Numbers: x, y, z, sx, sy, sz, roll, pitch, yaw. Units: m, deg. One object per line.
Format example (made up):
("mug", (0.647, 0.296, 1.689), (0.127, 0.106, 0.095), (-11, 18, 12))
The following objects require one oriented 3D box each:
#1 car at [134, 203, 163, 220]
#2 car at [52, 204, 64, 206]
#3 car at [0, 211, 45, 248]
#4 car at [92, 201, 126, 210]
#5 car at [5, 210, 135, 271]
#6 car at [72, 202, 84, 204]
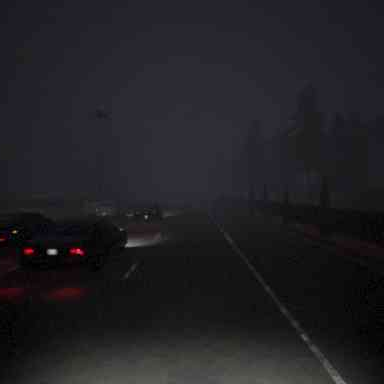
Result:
("car", (-3.448, 1.592, 27.372), (1.895, 1.301, 4.718), (0, 0, 1))
("car", (-18.043, 1.464, 43.999), (1.882, 1.535, 5.008), (0, 0, -6))
("car", (-6.944, 1.521, 13.668), (1.812, 1.442, 4.674), (0, 0, 0))
("car", (-6.937, 1.517, 28.694), (1.812, 1.442, 4.674), (0, 0, 0))
("car", (-3.468, 1.544, 10.811), (2.033, 1.411, 5.357), (0, 0, 1))
("car", (-14.646, 1.338, 44.958), (2.097, 1.767, 4.553), (0, 0, -6))
